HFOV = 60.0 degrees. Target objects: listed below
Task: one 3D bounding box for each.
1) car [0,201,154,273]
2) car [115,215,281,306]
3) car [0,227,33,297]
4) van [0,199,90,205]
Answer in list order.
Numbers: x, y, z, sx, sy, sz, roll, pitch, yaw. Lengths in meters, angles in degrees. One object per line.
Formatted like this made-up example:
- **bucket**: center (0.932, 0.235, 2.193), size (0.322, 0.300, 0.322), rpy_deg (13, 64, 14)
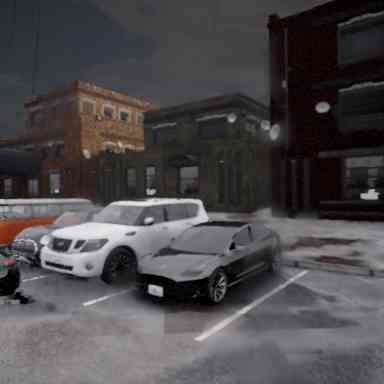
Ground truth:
- **car**: center (-3.773, 1.364, 11.699), size (2.185, 1.767, 4.553), rpy_deg (0, 0, 36)
- **car**: center (0.679, 1.517, 8.441), size (2.163, 1.488, 4.792), rpy_deg (0, 0, 36)
- **car**: center (-5.708, 1.573, 7.462), size (4.181, 1.385, 1.994), rpy_deg (0, 0, 36)
- **van**: center (-6.102, 1.262, 13.183), size (1.878, 1.987, 4.442), rpy_deg (0, 0, 36)
